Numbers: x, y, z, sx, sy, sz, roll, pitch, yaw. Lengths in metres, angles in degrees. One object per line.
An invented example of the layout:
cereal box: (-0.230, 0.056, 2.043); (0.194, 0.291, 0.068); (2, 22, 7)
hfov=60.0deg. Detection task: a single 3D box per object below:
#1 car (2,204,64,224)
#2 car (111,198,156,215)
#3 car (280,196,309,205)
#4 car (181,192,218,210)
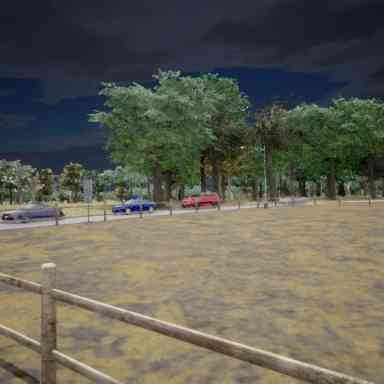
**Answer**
car: (-11.900, 1.571, 25.055); (1.994, 1.385, 4.181); (-2, -1, 36)
car: (-5.760, 1.431, 33.334); (1.882, 1.535, 5.008); (-2, -1, 39)
car: (15.443, 1.251, 49.858); (4.718, 1.301, 1.895); (-1, -1, -36)
car: (1.098, 1.103, 41.268); (2.150, 2.045, 5.566); (-2, -1, 44)
